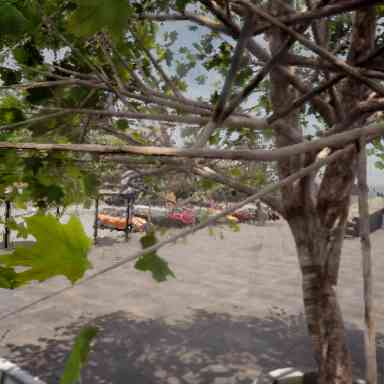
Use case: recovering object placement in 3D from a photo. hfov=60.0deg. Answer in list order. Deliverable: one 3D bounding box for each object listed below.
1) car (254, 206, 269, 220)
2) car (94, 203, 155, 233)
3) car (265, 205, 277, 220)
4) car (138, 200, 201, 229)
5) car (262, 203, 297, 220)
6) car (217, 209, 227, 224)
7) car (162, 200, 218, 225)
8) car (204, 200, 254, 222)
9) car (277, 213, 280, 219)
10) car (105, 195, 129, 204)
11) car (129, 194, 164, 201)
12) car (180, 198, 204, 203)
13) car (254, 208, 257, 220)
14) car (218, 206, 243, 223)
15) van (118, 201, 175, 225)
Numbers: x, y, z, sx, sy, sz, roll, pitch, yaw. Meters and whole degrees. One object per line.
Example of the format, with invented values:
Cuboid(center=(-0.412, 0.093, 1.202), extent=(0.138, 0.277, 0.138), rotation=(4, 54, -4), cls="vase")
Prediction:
Cuboid(center=(8.141, 3.170, 47.831), extent=(4.892, 1.521, 2.231), rotation=(6, 2, 16), cls="car")
Cuboid(center=(-5.998, 2.344, 28.390), extent=(4.553, 1.767, 2.185), rotation=(6, 2, 16), cls="car")
Cuboid(center=(9.928, 3.135, 50.256), extent=(4.553, 1.767, 2.185), rotation=(6, 2, 16), cls="car")
Cuboid(center=(-2.411, 2.397, 33.220), extent=(5.566, 2.045, 2.435), rotation=(6, 3, 16), cls="car")
Cuboid(center=(15.187, 3.290, 57.575), extent=(5.566, 2.045, 2.435), rotation=(6, 2, 16), cls="car")
Cuboid(center=(1.118, 2.862, 38.099), extent=(4.674, 1.452, 2.002), rotation=(6, 2, 16), cls="car")
Cuboid(center=(-0.584, 2.490, 35.644), extent=(5.566, 2.045, 2.435), rotation=(6, 2, 16), cls="car")
Cuboid(center=(4.689, 2.748, 42.950), extent=(5.566, 2.045, 2.435), rotation=(6, 2, 16), cls="car")
Cuboid(center=(11.618, 3.219, 52.718), extent=(4.553, 1.767, 2.185), rotation=(6, 2, 16), cls="car")
Cuboid(center=(-10.557, 1.132, 50.608), extent=(2.150, 2.045, 5.566), rotation=(6, 2, 36), cls="car")
Cuboid(center=(-6.526, 1.478, 51.089), extent=(2.150, 2.045, 5.566), rotation=(6, 2, 36), cls="car")
Cuboid(center=(-0.395, 1.906, 64.709), extent=(1.882, 1.535, 5.008), rotation=(6, 2, 36), cls="car")
Cuboid(center=(6.413, 3.113, 45.398), extent=(4.792, 1.488, 2.163), rotation=(6, 2, 16), cls="car")
Cuboid(center=(3.061, 2.926, 40.479), extent=(5.366, 1.575, 1.946), rotation=(6, 2, 16), cls="car")
Cuboid(center=(-4.275, 2.325, 30.821), extent=(4.442, 1.987, 1.878), rotation=(6, 3, 16), cls="van")
